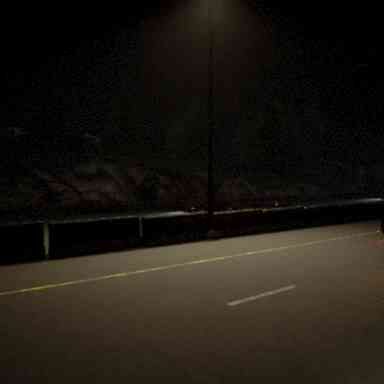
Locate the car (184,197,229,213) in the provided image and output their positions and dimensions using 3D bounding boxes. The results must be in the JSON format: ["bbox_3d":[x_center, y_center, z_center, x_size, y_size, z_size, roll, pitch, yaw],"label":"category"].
[{"bbox_3d":[1.561,1.304,35.309,4.674,1.442,1.812,-1,1,-36],"label":"car"}]

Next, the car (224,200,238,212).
[{"bbox_3d":[5.828,1.317,29.755,5.357,1.411,2.033,-1,1,-36],"label":"car"}]

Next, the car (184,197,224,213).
[{"bbox_3d":[1.542,1.291,30.984,5.008,1.535,1.882,-1,1,-36],"label":"car"}]

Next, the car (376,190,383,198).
[{"bbox_3d":[34.521,0.373,58.925,4.902,1.511,2.128,-2,1,-36],"label":"car"}]

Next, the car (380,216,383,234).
[{"bbox_3d":[10.856,1.321,15.880,4.892,1.490,1.837,-1,1,-36],"label":"car"}]

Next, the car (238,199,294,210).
[{"bbox_3d":[6.142,1.399,25.671,4.718,1.301,1.895,-1,1,-36],"label":"car"}]
